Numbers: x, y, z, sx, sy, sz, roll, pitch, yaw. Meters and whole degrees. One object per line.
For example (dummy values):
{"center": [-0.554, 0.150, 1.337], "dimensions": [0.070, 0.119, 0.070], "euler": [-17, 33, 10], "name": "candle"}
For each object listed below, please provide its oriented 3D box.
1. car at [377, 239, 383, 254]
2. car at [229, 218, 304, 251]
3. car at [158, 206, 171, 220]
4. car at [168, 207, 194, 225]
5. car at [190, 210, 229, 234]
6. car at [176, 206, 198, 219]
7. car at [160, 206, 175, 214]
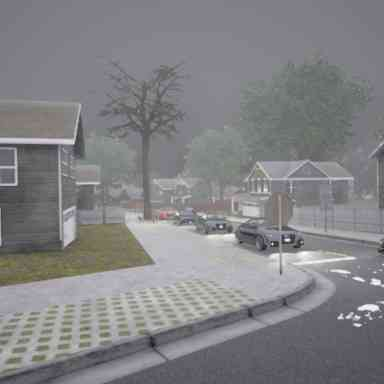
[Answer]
{"center": [8.825, 1.638, 10.356], "dimensions": [2.033, 1.411, 5.357], "euler": [-1, -2, -32], "name": "car"}
{"center": [3.667, 1.987, 16.454], "dimensions": [1.994, 1.385, 4.181], "euler": [-1, -2, -14], "name": "car"}
{"center": [-3.216, 2.711, 44.216], "dimensions": [2.097, 1.767, 4.553], "euler": [-1, -1, -14], "name": "car"}
{"center": [-0.776, 2.596, 34.228], "dimensions": [2.033, 1.411, 5.357], "euler": [-1, -2, -14], "name": "car"}
{"center": [1.548, 2.290, 24.832], "dimensions": [1.994, 1.385, 4.181], "euler": [-1, -2, -13], "name": "car"}
{"center": [-0.760, 2.828, 46.418], "dimensions": [1.882, 1.535, 5.008], "euler": [-1, -2, -14], "name": "car"}
{"center": [-4.532, 3.293, 61.368], "dimensions": [1.812, 1.442, 4.674], "euler": [-1, -1, -15], "name": "car"}
